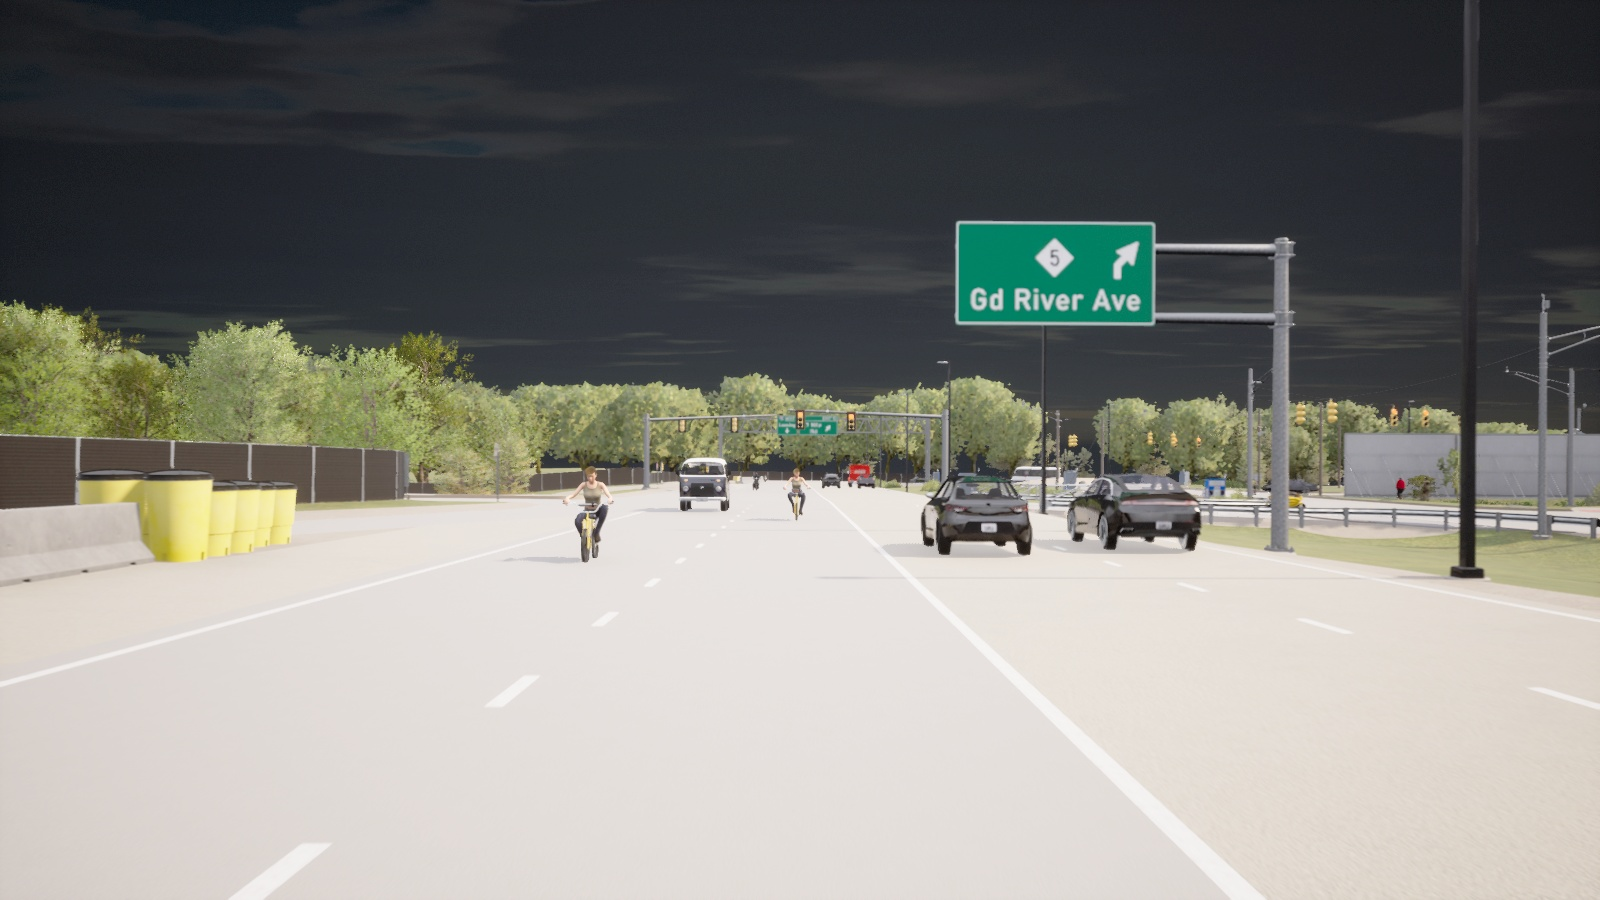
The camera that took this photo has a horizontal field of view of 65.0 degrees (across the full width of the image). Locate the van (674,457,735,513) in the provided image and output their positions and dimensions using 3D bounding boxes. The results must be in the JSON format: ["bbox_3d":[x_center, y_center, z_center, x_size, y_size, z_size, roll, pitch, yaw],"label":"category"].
[{"bbox_3d":[-3.602,1.332,48.068,2.069,2.038,4.480,0,-1,-1],"label":"van"}]

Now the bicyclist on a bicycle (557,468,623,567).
[{"bbox_3d":[-3.550,1.111,21.307,0.866,1.612,1.509,0,-1,0],"label":"bicyclist on a bicycle"}]

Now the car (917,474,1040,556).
[{"bbox_3d":[3.442,1.218,24.933,1.816,1.474,4.193,0,-1,0],"label":"car"}]

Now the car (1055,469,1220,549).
[{"bbox_3d":[6.938,1.170,26.428,2.128,1.511,4.902,0,-1,0],"label":"car"}]

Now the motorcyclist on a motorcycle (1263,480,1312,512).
[{"bbox_3d":[24.243,2.279,62.469,2.044,1.523,0.797,-2,0,-3],"label":"motorcyclist on a motorcycle"}]
